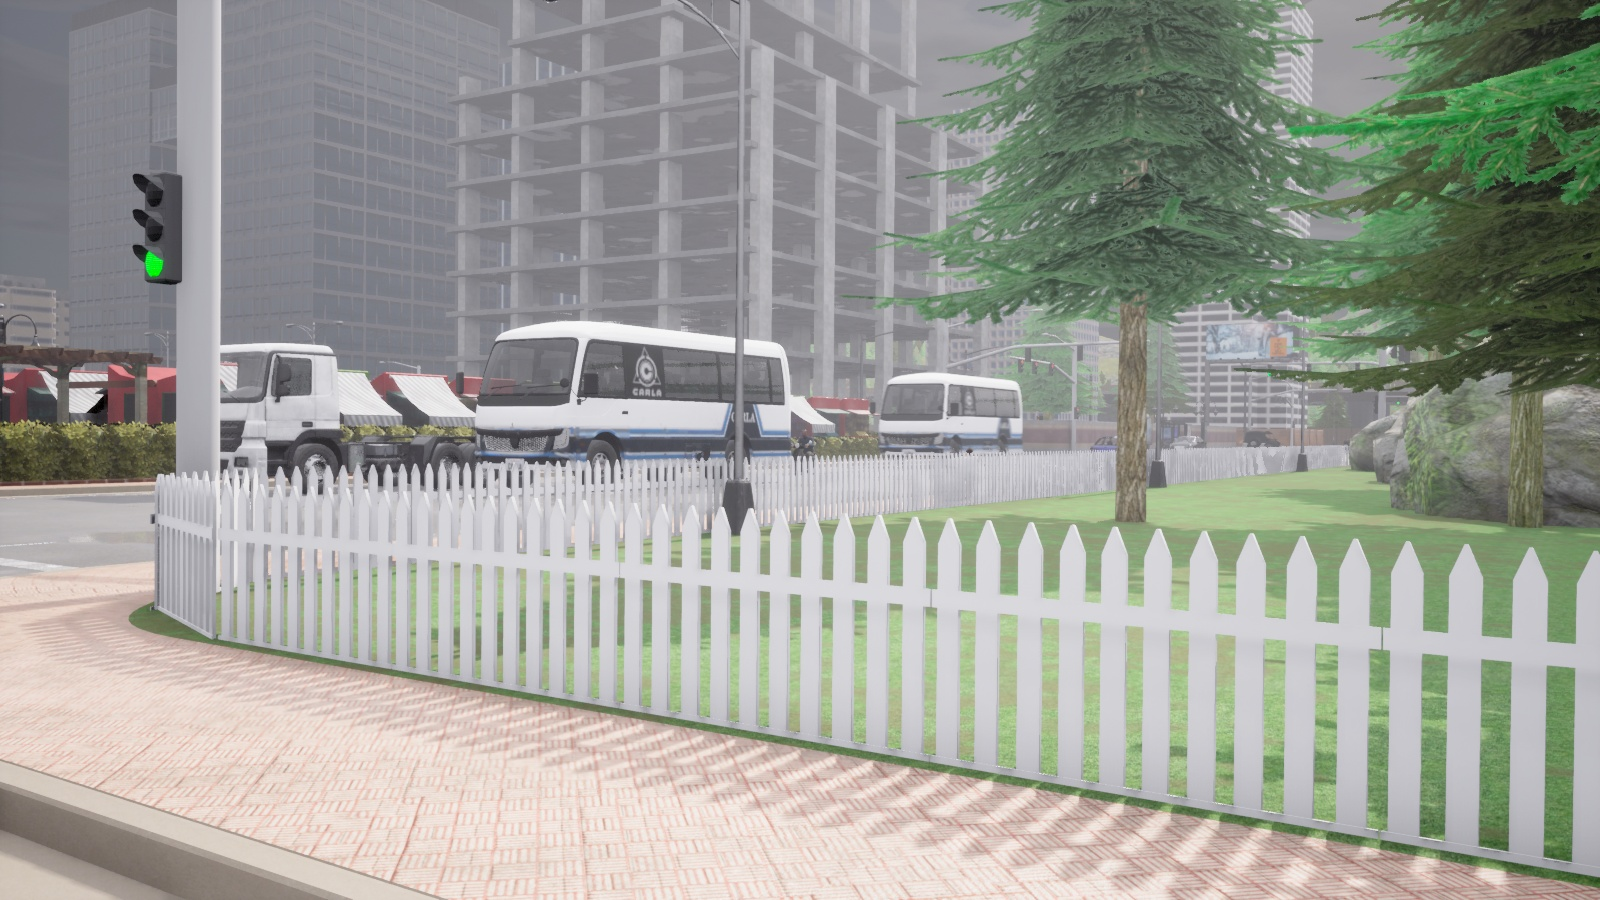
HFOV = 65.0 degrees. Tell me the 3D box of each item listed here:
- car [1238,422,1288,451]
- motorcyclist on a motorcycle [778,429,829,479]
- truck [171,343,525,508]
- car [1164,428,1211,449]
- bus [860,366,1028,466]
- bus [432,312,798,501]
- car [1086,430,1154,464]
[{"bbox_3d":[30.936,-0.910,83.863,1.905,1.878,3.866,0,0,41],"label":"car"},{"bbox_3d":[0.136,0.121,41.217,0.866,1.590,1.817,0,1,30],"label":"motorcyclist on a motorcycle"},{"bbox_3d":[-10.611,-0.571,30.501,2.891,3.462,7.936,0,1,32],"label":"truck"},{"bbox_3d":[28.794,-0.845,93.194,2.128,1.511,4.902,0,1,32],"label":"car"},{"bbox_3d":[6.940,-1.507,58.502,3.944,4.253,10.273,0,1,30],"label":"bus"},{"bbox_3d":[-4.467,-1.065,33.699,3.944,4.253,10.273,0,1,32],"label":"bus"},{"bbox_3d":[14.694,-0.174,57.607,1.816,1.474,4.193,0,1,32],"label":"car"}]
